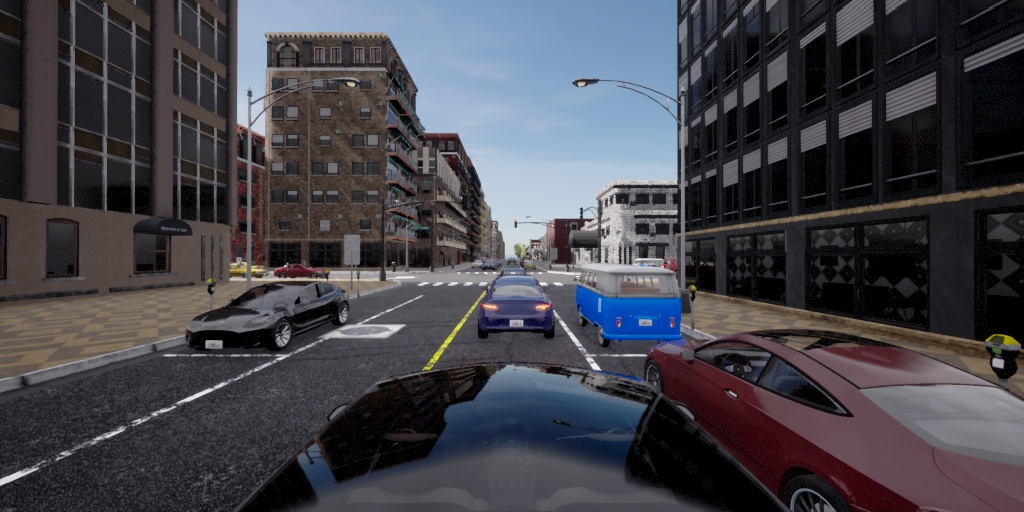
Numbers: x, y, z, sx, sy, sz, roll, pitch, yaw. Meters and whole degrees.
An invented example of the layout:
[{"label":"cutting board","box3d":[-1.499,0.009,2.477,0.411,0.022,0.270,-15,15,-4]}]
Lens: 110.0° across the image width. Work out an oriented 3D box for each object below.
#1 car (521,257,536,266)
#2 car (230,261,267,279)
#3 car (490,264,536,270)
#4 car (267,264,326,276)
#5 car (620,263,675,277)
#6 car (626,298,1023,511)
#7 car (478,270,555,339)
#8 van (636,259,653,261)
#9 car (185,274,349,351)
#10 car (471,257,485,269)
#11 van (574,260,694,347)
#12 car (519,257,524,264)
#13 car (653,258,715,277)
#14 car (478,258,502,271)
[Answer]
[{"label":"car","box3d":[2.684,1.311,53.956,1.751,1.417,4.829,0,0,0]},{"label":"car","box3d":[-22.963,1.216,29.791,4.829,1.417,1.751,0,0,0]},{"label":"car","box3d":[0.090,1.318,18.451,1.994,1.385,4.181,0,0,0]},{"label":"car","box3d":[-17.470,1.284,29.805,4.207,1.307,1.802,0,0,0]},{"label":"car","box3d":[13.399,1.418,35.696,4.718,1.301,1.895,0,0,1]},{"label":"car","box3d":[2.657,1.332,3.311,1.802,1.307,4.207,0,0,0]},{"label":"car","box3d":[0.100,1.277,10.000,1.812,1.442,4.674,0,0,0]},{"label":"van","box3d":[14.893,1.175,38.266,3.998,1.789,1.690,0,0,0]},{"label":"car","box3d":[-5.691,1.317,9.025,1.948,1.339,4.313,0,0,0]},{"label":"car","box3d":[-5.697,1.318,59.153,1.751,1.417,4.829,0,0,0]},{"label":"van","box3d":[2.656,1.092,9.000,1.690,1.789,3.998,0,0,0]},{"label":"car","box3d":[2.683,1.382,64.865,1.802,1.307,4.207,0,0,0]},{"label":"car","box3d":[14.916,1.107,29.886,5.009,1.841,2.192,0,0,0]},{"label":"car","box3d":[-3.067,1.329,50.632,2.033,1.411,5.357,0,0,3]}]
